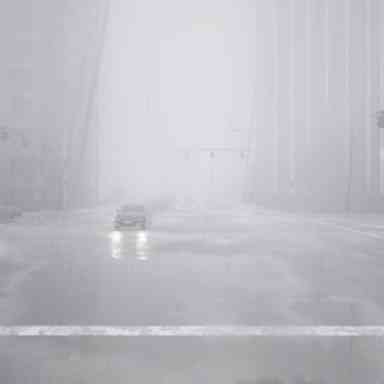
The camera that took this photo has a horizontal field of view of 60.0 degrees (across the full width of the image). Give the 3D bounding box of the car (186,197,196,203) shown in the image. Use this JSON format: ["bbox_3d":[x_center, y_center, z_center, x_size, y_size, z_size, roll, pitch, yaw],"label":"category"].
[{"bbox_3d":[-0.148,1.575,65.623,1.895,1.301,4.718,0,0,0],"label":"car"}]

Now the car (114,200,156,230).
[{"bbox_3d":[-3.648,1.496,21.338,1.837,1.490,4.892,0,0,0],"label":"car"}]

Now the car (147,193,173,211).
[{"bbox_3d":[-3.684,1.337,39.333,2.097,1.767,4.553,0,0,0],"label":"car"}]

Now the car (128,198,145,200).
[{"bbox_3d":[-7.184,1.548,39.786,1.994,1.385,4.181,0,0,0],"label":"car"}]

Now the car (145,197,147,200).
[{"bbox_3d":[-7.195,1.455,57.422,1.882,1.535,5.008,0,0,0],"label":"car"}]

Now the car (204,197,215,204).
[{"bbox_3d":[3.354,1.576,65.091,1.895,1.301,4.718,0,0,0],"label":"car"}]

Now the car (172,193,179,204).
[{"bbox_3d":[-3.668,1.199,61.776,2.150,2.045,5.566,0,0,0],"label":"car"}]

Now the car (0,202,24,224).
[{"bbox_3d":[-14.916,1.482,24.128,4.902,1.511,2.128,0,1,-11],"label":"car"}]
